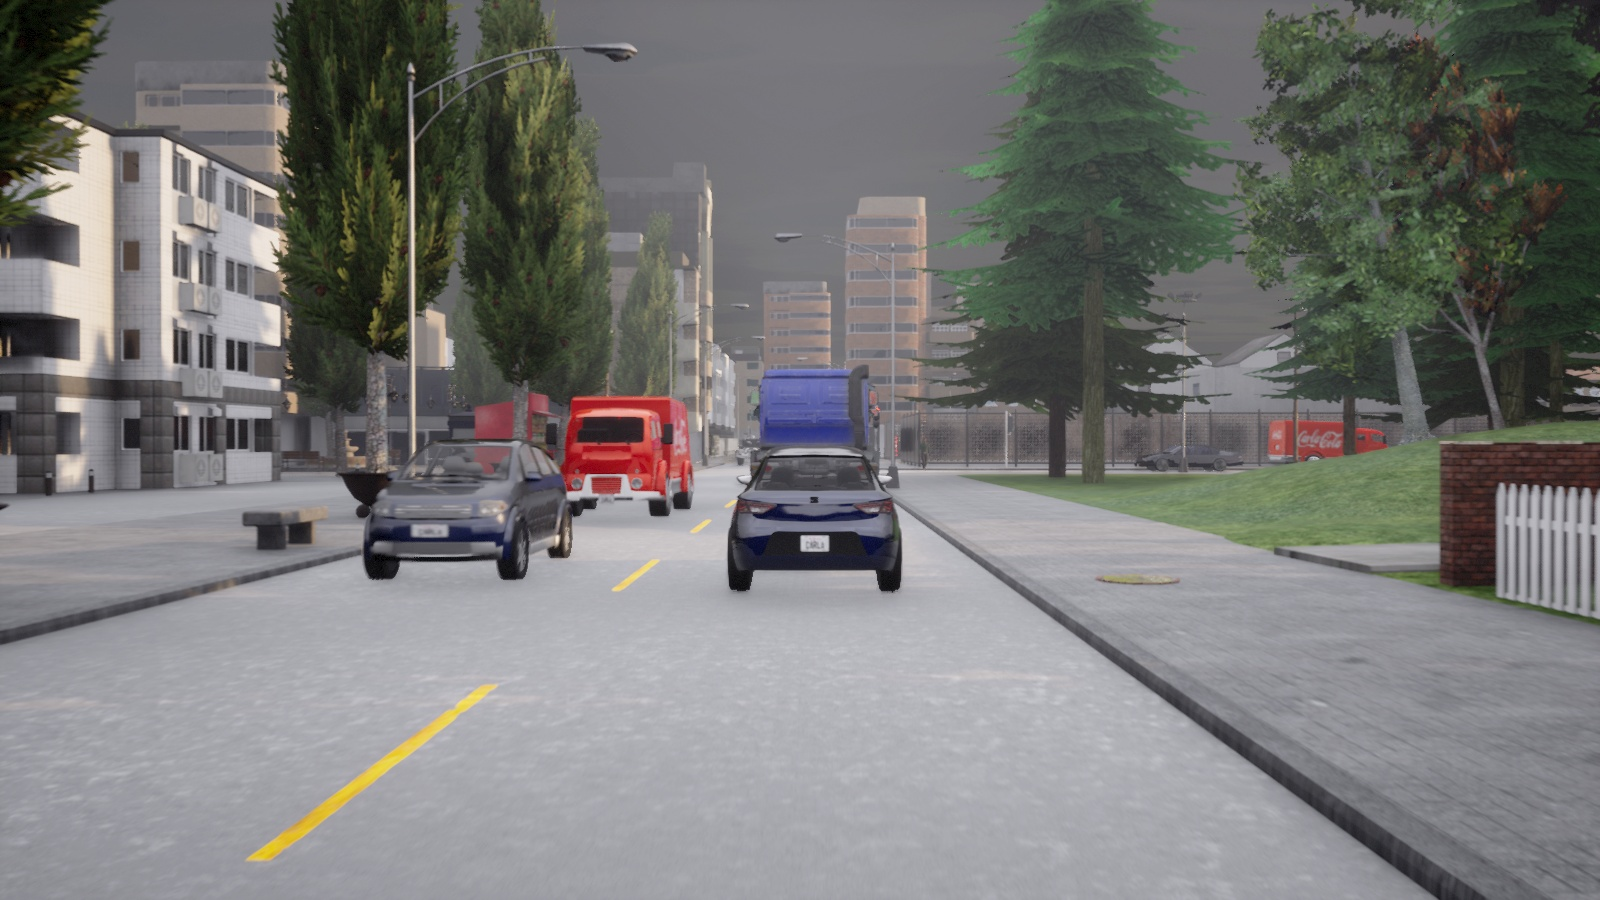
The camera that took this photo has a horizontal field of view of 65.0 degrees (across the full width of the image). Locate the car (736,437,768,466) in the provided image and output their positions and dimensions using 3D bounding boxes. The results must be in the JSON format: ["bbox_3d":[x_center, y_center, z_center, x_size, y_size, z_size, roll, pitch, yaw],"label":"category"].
[{"bbox_3d":[-3.193,0.080,84.170,1.932,1.855,4.605,0,0,0],"label":"car"}]

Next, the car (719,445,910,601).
[{"bbox_3d":[0.160,0.680,14.014,1.816,1.474,4.193,0,0,1],"label":"car"}]

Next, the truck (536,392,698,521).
[{"bbox_3d":[-3.709,0.105,26.620,2.627,2.467,5.204,0,0,1],"label":"truck"}]

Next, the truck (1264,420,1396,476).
[{"bbox_3d":[25.765,-0.099,61.208,5.204,2.467,2.627,2,0,1],"label":"truck"}]

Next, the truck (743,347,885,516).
[{"bbox_3d":[0.327,-0.404,29.644,2.891,3.462,7.936,0,0,1],"label":"truck"}]

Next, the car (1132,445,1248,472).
[{"bbox_3d":[20.238,0.439,65.317,5.357,1.411,2.033,0,0,-1],"label":"car"}]

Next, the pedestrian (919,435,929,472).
[{"bbox_3d":[6.581,0.167,66.711,0.423,1.949,0.788,0,0,0],"label":"pedestrian"}]

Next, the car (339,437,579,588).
[{"bbox_3d":[-3.833,0.638,14.769,1.789,1.549,3.705,0,0,1],"label":"car"}]
